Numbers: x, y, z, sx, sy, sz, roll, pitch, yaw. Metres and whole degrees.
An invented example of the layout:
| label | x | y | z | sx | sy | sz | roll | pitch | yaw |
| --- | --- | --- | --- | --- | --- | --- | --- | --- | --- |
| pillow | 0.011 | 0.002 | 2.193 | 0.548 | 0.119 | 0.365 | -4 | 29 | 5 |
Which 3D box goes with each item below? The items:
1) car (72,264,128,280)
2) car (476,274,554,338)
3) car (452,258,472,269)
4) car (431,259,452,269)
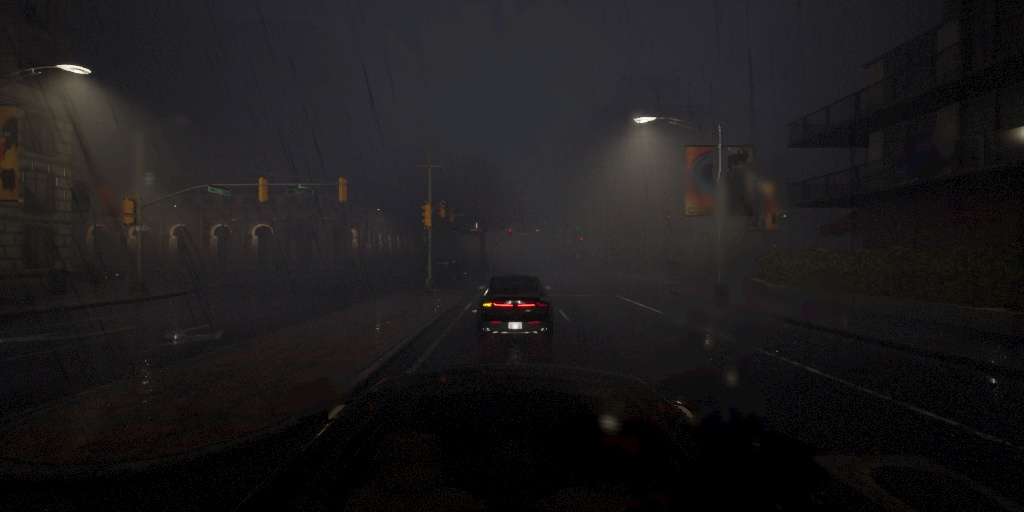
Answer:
| label | x | y | z | sx | sy | sz | roll | pitch | yaw |
| --- | --- | --- | --- | --- | --- | --- | --- | --- | --- |
| car | -33.480 | 1.314 | 28.583 | 4.181 | 1.385 | 1.994 | 0 | 0 | 0 |
| car | 0.079 | 1.255 | 10.174 | 1.837 | 1.490 | 4.892 | 0 | 0 | 0 |
| car | -8.040 | 1.275 | 58.371 | 1.812 | 1.442 | 4.674 | 0 | 0 | 0 |
| car | -11.530 | 1.275 | 58.597 | 1.812 | 1.442 | 4.674 | 0 | 0 | 0 |
